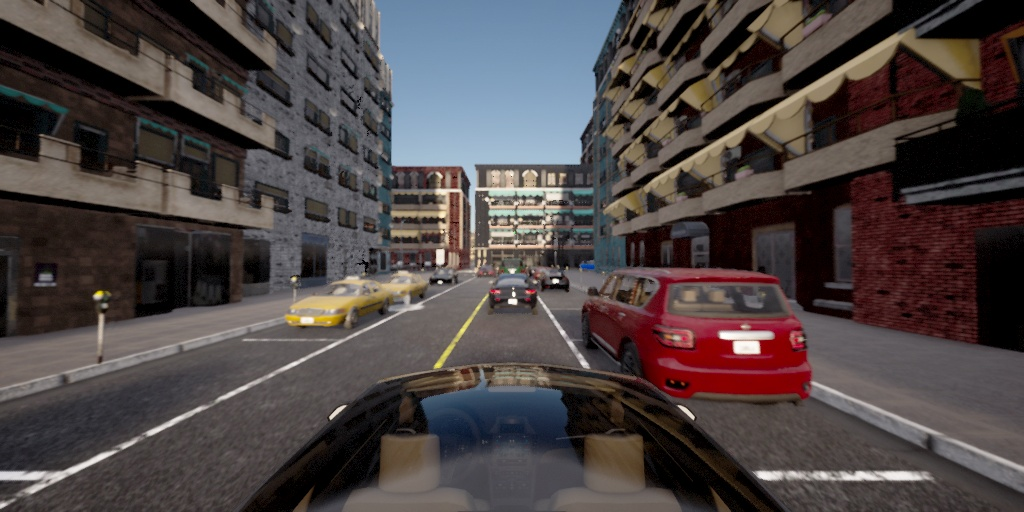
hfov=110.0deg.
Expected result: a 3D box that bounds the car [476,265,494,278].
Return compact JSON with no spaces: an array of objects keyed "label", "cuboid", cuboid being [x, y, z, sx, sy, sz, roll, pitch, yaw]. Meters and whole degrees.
[{"label":"car","cuboid":[-2.796,1.709,40.089,1.994,1.385,4.181,0,-1,1]}]

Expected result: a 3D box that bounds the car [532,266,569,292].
[{"label":"car","cuboid":[2.567,1.526,23.005,1.948,1.339,4.313,0,0,0]}]

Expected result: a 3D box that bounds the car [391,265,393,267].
[{"label":"car","cuboid":[-19.651,1.776,51.083,4.097,1.591,1.967,0,0,0]}]

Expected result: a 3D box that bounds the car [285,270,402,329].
[{"label":"car","cuboid":[-5.304,1.373,11.684,1.751,1.417,4.829,0,0,0]}]

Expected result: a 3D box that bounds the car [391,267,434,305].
[{"label":"car","cuboid":[-5.294,1.428,17.247,1.751,1.417,4.829,0,0,0]}]

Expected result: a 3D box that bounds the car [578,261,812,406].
[{"label":"car","cuboid":[2.566,1.109,6.317,2.192,1.841,5.009,0,0,0]}]

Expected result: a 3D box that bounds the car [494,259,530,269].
[{"label":"car","cuboid":[0.034,1.238,28.135,2.150,2.045,5.566,0,0,0]}]

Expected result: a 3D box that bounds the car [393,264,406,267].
[{"label":"car","cuboid":[-19.694,2.064,59.220,4.403,1.370,2.007,0,0,0]}]

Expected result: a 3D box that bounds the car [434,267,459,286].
[{"label":"car","cuboid":[-5.280,1.584,28.546,1.948,1.339,4.313,0,0,0]}]

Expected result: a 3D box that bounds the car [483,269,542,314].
[{"label":"car","cuboid":[0.044,1.398,14.295,1.812,1.442,4.674,0,-1,0]}]

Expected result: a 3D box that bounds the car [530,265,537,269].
[{"label":"car","cuboid":[2.567,1.564,28.570,1.888,1.381,4.507,0,0,0]}]
